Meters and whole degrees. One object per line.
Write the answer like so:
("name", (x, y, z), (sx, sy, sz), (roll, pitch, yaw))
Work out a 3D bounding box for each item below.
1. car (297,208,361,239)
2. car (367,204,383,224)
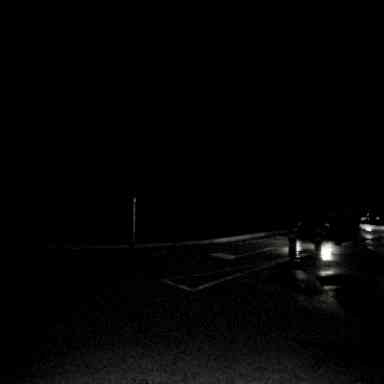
("car", (7.709, 1.643, 18.597), (5.008, 1.535, 1.882), (1, -1, -44))
("car", (15.289, 1.667, 26.006), (4.892, 1.490, 1.837), (0, 0, -44))
